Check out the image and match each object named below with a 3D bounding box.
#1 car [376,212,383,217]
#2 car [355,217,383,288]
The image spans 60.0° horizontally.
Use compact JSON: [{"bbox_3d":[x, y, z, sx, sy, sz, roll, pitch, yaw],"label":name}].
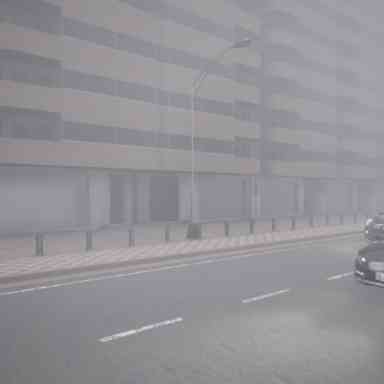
[{"bbox_3d":[9.969,1.350,15.349,4.553,1.767,2.097,0,0,-35],"label":"car"},{"bbox_3d":[5.952,1.491,8.255,4.902,1.511,2.128,0,0,-36],"label":"car"}]
